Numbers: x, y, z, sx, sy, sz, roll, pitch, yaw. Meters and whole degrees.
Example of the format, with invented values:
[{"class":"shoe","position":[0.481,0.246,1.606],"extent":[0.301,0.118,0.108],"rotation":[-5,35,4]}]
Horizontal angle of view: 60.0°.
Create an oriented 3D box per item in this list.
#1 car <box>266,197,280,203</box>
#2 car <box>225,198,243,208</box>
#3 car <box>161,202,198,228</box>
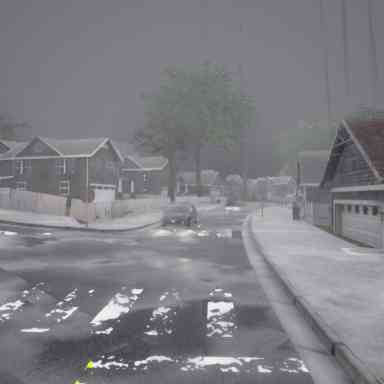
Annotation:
[{"class":"car","position":[17.618,1.750,72.339],"extent":[2.033,1.411,5.357],"rotation":[0,-1,29]},{"class":"car","position":[6.174,1.524,48.264],"extent":[1.994,1.385,4.181],"rotation":[0,0,20]},{"class":"car","position":[-0.738,1.494,22.153],"extent":[1.837,1.490,4.892],"rotation":[0,0,9]}]
